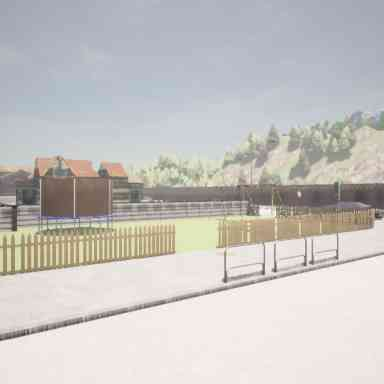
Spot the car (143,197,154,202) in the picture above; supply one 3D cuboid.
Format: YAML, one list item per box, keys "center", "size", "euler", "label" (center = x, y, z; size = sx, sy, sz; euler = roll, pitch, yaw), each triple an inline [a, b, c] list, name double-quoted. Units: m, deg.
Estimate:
- center: [-8.260, 1.555, 59.256]
  size: [2.033, 1.411, 5.357]
  euler: [0, 0, -35]
  label: "car"

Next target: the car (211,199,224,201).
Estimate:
- center: [3.591, 1.564, 42.372]
  size: [1.994, 1.385, 4.181]
  euler: [0, 0, -35]
  label: "car"

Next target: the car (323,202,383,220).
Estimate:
- center: [13.710, 1.547, 28.092]
  size: [2.033, 1.411, 5.357]
  euler: [0, 0, -35]
  label: "car"
